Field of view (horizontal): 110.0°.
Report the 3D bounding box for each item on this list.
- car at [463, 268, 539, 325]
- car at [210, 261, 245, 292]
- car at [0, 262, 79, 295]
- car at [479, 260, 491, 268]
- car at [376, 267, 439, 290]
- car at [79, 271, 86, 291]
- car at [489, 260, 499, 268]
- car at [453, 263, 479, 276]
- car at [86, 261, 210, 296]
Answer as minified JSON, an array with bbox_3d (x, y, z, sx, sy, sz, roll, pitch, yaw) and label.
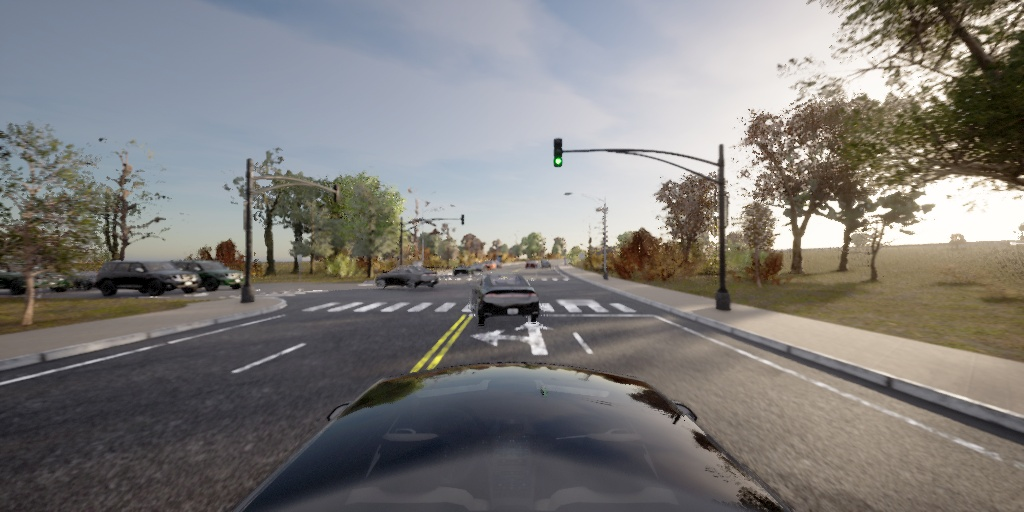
[{"bbox_3d":[-0.404,1.332,12.300,2.128,1.511,4.902,0,0,-10],"label":"car"},{"bbox_3d":[-21.251,1.343,24.664,5.566,2.045,2.150,-1,-1,9],"label":"car"},{"bbox_3d":[-31.613,1.397,23.003,5.566,2.045,2.150,-1,-1,9],"label":"car"},{"bbox_3d":[-4.785,1.668,51.021,2.033,1.411,5.357,0,0,4],"label":"car"},{"bbox_3d":[-7.254,1.490,24.603,4.902,1.511,2.128,-1,-2,31],"label":"car"},{"bbox_3d":[-31.487,1.784,26.268,5.357,1.411,2.033,-1,-1,9],"label":"car"},{"bbox_3d":[-3.982,1.534,60.741,2.097,1.767,4.553,0,0,5],"label":"car"},{"bbox_3d":[-5.450,1.655,41.367,1.895,1.301,4.718,0,0,4],"label":"car"},{"bbox_3d":[-21.669,1.285,21.439,5.566,2.045,2.150,-1,-1,9],"label":"car"}]
